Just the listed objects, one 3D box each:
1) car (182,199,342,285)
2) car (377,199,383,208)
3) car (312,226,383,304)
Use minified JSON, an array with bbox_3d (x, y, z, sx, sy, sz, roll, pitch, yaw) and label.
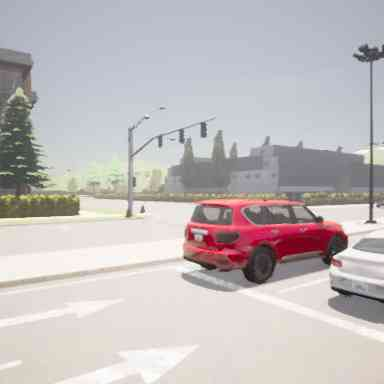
[{"bbox_3d":[2.331,1.227,9.824,5.566,2.045,2.150,0,0,-36],"label":"car"},{"bbox_3d":[28.338,1.560,47.611,4.674,1.442,1.812,0,0,-35],"label":"car"},{"bbox_3d":[4.879,1.531,7.356,4.674,1.442,1.812,0,0,-36],"label":"car"}]
